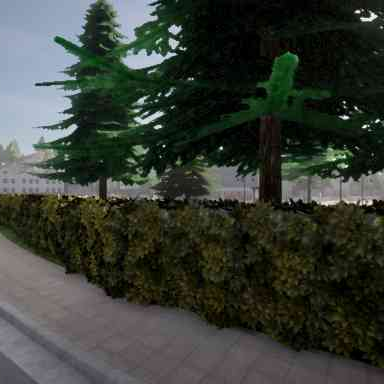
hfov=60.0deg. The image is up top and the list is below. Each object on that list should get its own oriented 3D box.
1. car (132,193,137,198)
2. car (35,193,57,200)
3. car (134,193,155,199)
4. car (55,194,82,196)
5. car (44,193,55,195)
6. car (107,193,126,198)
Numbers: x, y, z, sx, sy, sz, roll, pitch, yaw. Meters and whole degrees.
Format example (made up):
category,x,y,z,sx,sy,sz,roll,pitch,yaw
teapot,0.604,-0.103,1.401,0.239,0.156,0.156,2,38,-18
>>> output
category,x,y,z,sx,sy,sz,roll,pitch,yaw
car,-10.889,1.097,77.775,4.605,1.855,1.932,0,0,-36
car,-36.329,1.097,82.718,4.605,1.855,1.932,0,0,-36
car,-7.941,1.384,60.690,3.806,1.475,1.970,0,0,-36
car,-23.862,1.320,64.033,3.633,1.501,1.845,0,0,-36
car,-29.650,1.298,72.179,4.514,1.523,2.007,0,0,-36
car,-20.372,1.154,90.295,5.027,1.636,2.152,0,0,-36
